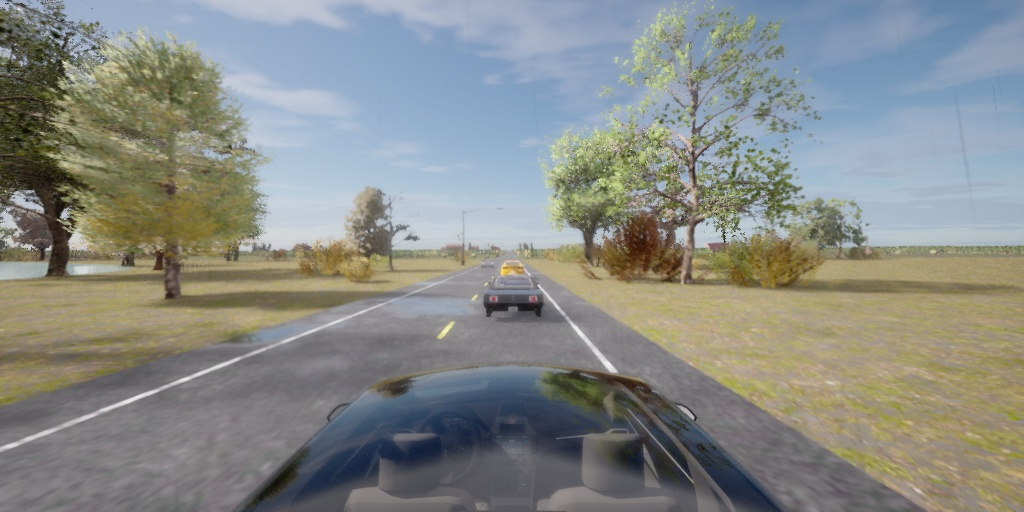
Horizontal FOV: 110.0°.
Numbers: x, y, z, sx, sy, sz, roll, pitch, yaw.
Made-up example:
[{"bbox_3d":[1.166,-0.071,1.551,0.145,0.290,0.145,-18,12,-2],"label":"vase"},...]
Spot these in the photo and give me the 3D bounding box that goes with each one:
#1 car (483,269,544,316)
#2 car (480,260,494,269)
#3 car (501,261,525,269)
[{"bbox_3d":[0.062,1.317,13.081,1.895,1.301,4.718,0,0,0],"label":"car"},{"bbox_3d":[-3.589,1.162,52.131,1.895,1.301,4.718,0,0,0],"label":"car"},{"bbox_3d":[0.073,1.133,31.051,1.882,1.535,5.008,0,0,0],"label":"car"}]
